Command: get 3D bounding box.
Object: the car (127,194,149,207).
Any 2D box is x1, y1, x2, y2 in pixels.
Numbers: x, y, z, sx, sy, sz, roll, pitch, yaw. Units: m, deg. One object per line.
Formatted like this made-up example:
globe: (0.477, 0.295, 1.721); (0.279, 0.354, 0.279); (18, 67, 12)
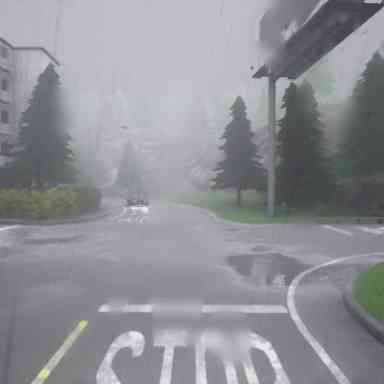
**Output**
car: (-5.952, 0.863, 36.489); (1.994, 1.385, 4.181); (0, 1, -18)
